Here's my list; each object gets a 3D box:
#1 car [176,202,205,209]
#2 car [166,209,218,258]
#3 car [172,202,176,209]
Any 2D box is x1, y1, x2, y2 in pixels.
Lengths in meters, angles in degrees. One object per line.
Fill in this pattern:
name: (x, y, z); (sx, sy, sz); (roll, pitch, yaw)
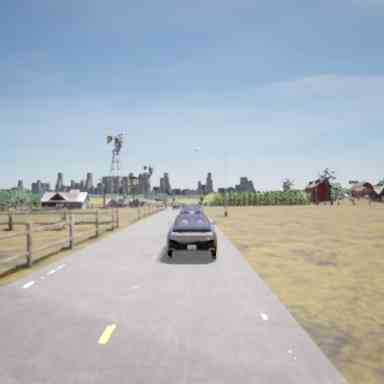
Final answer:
car: (0.002, 1.705, 28.467); (2.097, 1.767, 4.553); (0, -1, 0)
car: (0.010, 1.648, 13.524); (2.128, 1.511, 4.902); (0, -1, 0)
car: (-2.794, 2.637, 64.578); (2.033, 1.411, 5.357); (0, -1, 0)
